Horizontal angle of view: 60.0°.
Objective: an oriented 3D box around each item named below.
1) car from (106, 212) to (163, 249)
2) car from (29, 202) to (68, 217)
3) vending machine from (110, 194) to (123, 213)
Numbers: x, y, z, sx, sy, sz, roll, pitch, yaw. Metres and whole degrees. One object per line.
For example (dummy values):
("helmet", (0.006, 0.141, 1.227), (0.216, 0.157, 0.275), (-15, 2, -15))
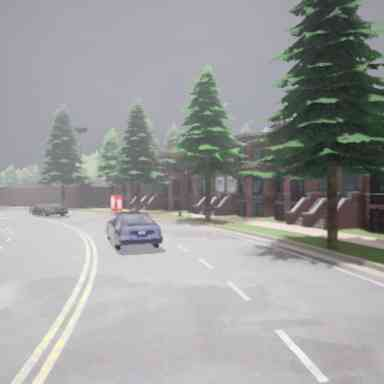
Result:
("car", (-2.716, 1.583, 14.844), (2.033, 1.411, 5.357), (0, 0, -19))
("car", (-14.121, 1.692, 32.693), (5.357, 1.411, 2.033), (-1, 0, 44))
("vending machine", (-8.474, 1.298, 37.504), (1.100, 2.100, 0.880), (0, 0, -45))
